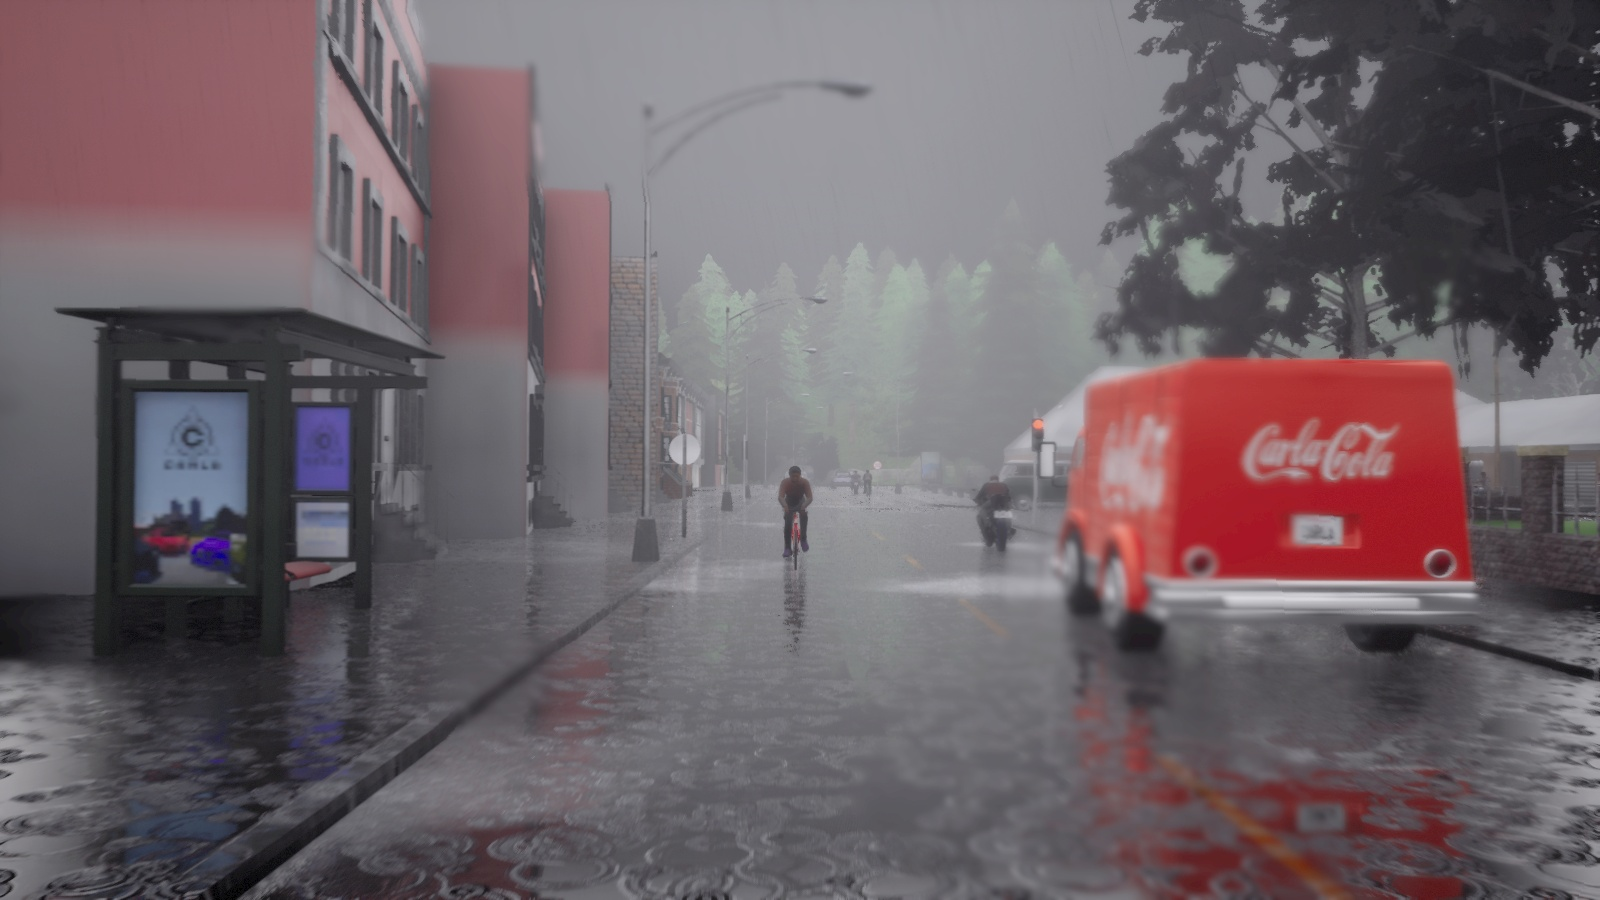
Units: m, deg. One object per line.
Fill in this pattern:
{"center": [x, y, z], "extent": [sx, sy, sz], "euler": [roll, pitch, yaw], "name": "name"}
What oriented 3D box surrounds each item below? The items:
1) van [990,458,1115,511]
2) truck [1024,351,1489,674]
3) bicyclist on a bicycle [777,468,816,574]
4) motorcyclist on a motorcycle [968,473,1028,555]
{"center": [9.701, 1.325, 48.515], "extent": [4.442, 1.987, 1.775], "euler": [0, -1, -2], "name": "van"}
{"center": [3.966, 0.515, 12.237], "extent": [2.627, 2.467, 5.204], "euler": [0, -1, 0], "name": "truck"}
{"center": [-0.057, 1.096, 20.035], "extent": [0.582, 1.620, 1.656], "euler": [0, -1, 0], "name": "bicyclist on a bicycle"}
{"center": [3.937, 1.247, 25.175], "extent": [0.866, 1.530, 2.191], "euler": [0, 0, 0], "name": "motorcyclist on a motorcycle"}
